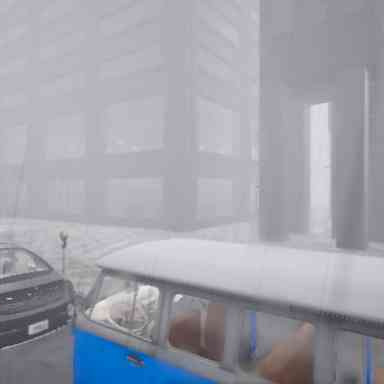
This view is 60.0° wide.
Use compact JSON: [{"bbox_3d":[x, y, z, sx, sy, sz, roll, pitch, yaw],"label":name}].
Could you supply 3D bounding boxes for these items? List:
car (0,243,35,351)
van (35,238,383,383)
[{"bbox_3d":[-3.807,1.558,5.675,4.403,1.369,2.008,0,0,35],"label":"car"},{"bbox_3d":[0.782,1.342,2.403,3.998,1.788,1.690,0,0,35],"label":"van"}]
